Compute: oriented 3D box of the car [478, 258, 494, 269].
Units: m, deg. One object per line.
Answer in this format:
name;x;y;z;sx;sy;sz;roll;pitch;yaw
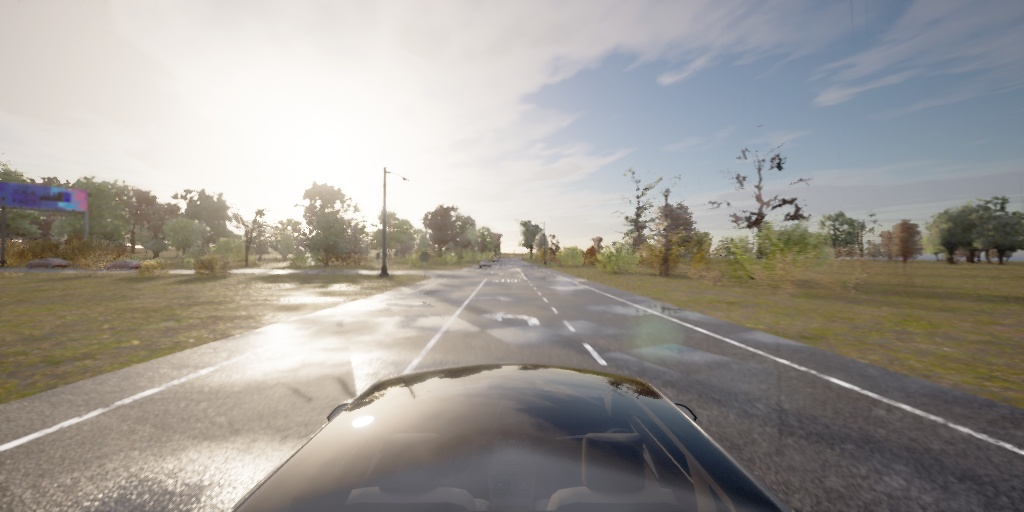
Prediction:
car;-4.345;1.332;57.525;1.994;1.385;4.181;0;0;-1
